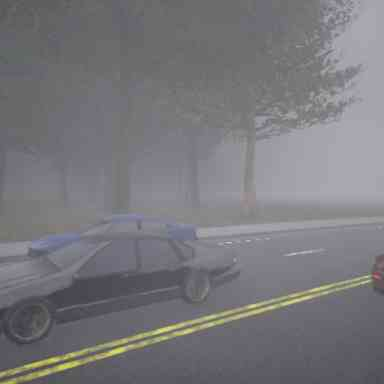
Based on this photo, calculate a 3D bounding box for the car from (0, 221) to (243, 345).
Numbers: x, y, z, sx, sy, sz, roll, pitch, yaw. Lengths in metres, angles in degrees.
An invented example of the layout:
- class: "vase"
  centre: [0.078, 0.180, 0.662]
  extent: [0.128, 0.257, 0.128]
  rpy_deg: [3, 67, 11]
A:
- class: "car"
  centre: [-1.478, 1.521, 6.498]
  extent: [5.357, 1.411, 2.033]
  rpy_deg: [0, 0, -34]

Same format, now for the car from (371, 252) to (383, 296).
- class: "car"
  centre: [5.633, 1.461, 6.934]
  extent: [4.674, 1.442, 1.812]
  rpy_deg: [-1, 0, -32]

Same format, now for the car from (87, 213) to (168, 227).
- class: "car"
  centre: [-2.130, 1.439, 9.921]
  extent: [5.008, 1.535, 1.882]
  rpy_deg: [0, 0, -33]
